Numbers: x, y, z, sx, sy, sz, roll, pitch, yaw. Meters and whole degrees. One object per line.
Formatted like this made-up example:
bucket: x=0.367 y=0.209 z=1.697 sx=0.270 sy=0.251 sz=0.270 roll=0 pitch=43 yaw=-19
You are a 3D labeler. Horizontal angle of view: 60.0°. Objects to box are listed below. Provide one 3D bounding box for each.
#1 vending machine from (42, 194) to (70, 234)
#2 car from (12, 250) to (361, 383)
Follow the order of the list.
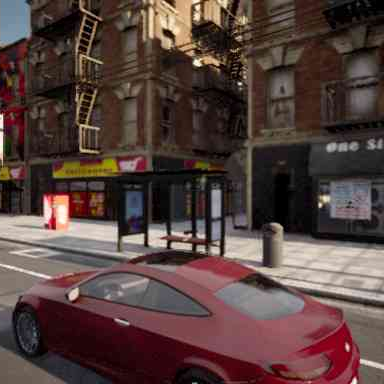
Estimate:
vending machine: x=-7.442 y=1.161 z=18.241 sx=0.880 sy=2.100 sz=1.100 roll=0 pitch=0 yaw=34
car: x=-0.440 y=1.520 z=4.308 sx=4.674 sy=1.442 sz=1.812 roll=0 pitch=0 yaw=36
